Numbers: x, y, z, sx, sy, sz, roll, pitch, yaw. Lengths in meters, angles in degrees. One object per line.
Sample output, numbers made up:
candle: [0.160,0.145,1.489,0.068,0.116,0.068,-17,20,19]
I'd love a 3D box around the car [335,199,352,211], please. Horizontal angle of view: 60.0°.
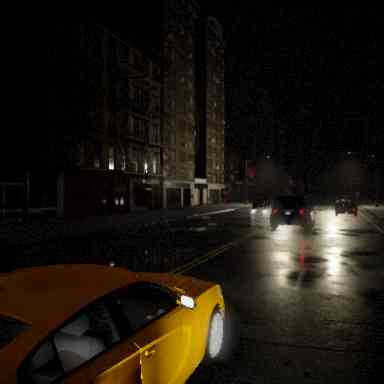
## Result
car: [18.678,1.591,41.050,1.895,1.301,4.718,0,0,24]

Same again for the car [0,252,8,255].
car: [-4.587,1.491,4.063,2.128,1.511,4.902,0,0,23]

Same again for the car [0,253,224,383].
car: [-1.167,1.478,3.277,1.882,1.535,5.008,0,0,23]

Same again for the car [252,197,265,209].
car: [9.309,1.495,44.305,1.837,1.490,4.892,0,0,23]

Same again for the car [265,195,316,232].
car: [6.243,1.219,20.388,2.150,2.045,5.566,0,0,23]

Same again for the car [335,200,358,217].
car: [14.739,1.594,31.878,1.895,1.301,4.718,0,0,24]

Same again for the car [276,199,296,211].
car: [12.125,1.591,42.633,1.895,1.301,4.718,0,0,23]
